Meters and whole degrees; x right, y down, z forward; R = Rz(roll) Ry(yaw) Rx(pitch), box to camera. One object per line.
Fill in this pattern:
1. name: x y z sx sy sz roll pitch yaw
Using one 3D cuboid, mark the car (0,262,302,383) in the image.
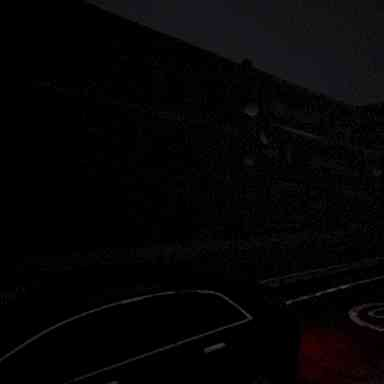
1. car: -1.060 1.511 2.930 4.892 1.490 1.837 1 0 -36
